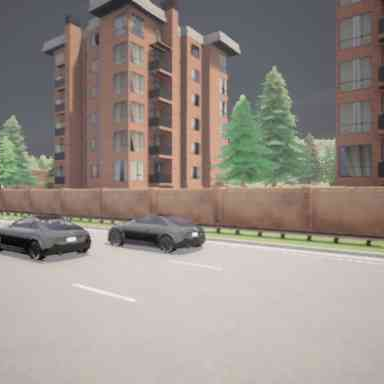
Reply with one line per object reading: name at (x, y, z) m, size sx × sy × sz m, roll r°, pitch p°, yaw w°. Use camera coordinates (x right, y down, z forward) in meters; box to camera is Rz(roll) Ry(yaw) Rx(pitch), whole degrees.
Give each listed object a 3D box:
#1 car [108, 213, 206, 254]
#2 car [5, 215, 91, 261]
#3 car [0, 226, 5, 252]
car at (-1.519, 1.555, 13.641) m, size 4.181 × 1.385 × 1.994 m, roll 0°, pitch 0°, yaw 36°
car at (-5.665, 1.552, 12.310) m, size 4.181 × 1.385 × 1.994 m, roll 0°, pitch 0°, yaw 36°
car at (-7.681, 1.480, 9.449) m, size 4.902 × 1.511 × 2.128 m, roll 0°, pitch 0°, yaw 36°
